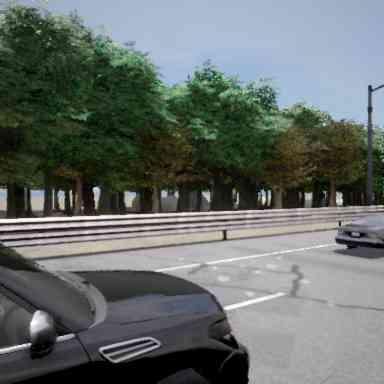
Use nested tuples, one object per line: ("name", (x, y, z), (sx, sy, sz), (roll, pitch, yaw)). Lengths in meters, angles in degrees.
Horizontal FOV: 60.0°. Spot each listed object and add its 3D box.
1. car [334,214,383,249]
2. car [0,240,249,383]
("car", (8.138, 1.645, 13.852), (5.357, 1.411, 2.033), (1, 0, -35))
("car", (-2.130, 1.218, 2.228), (5.566, 2.045, 2.150), (0, 0, -35))
